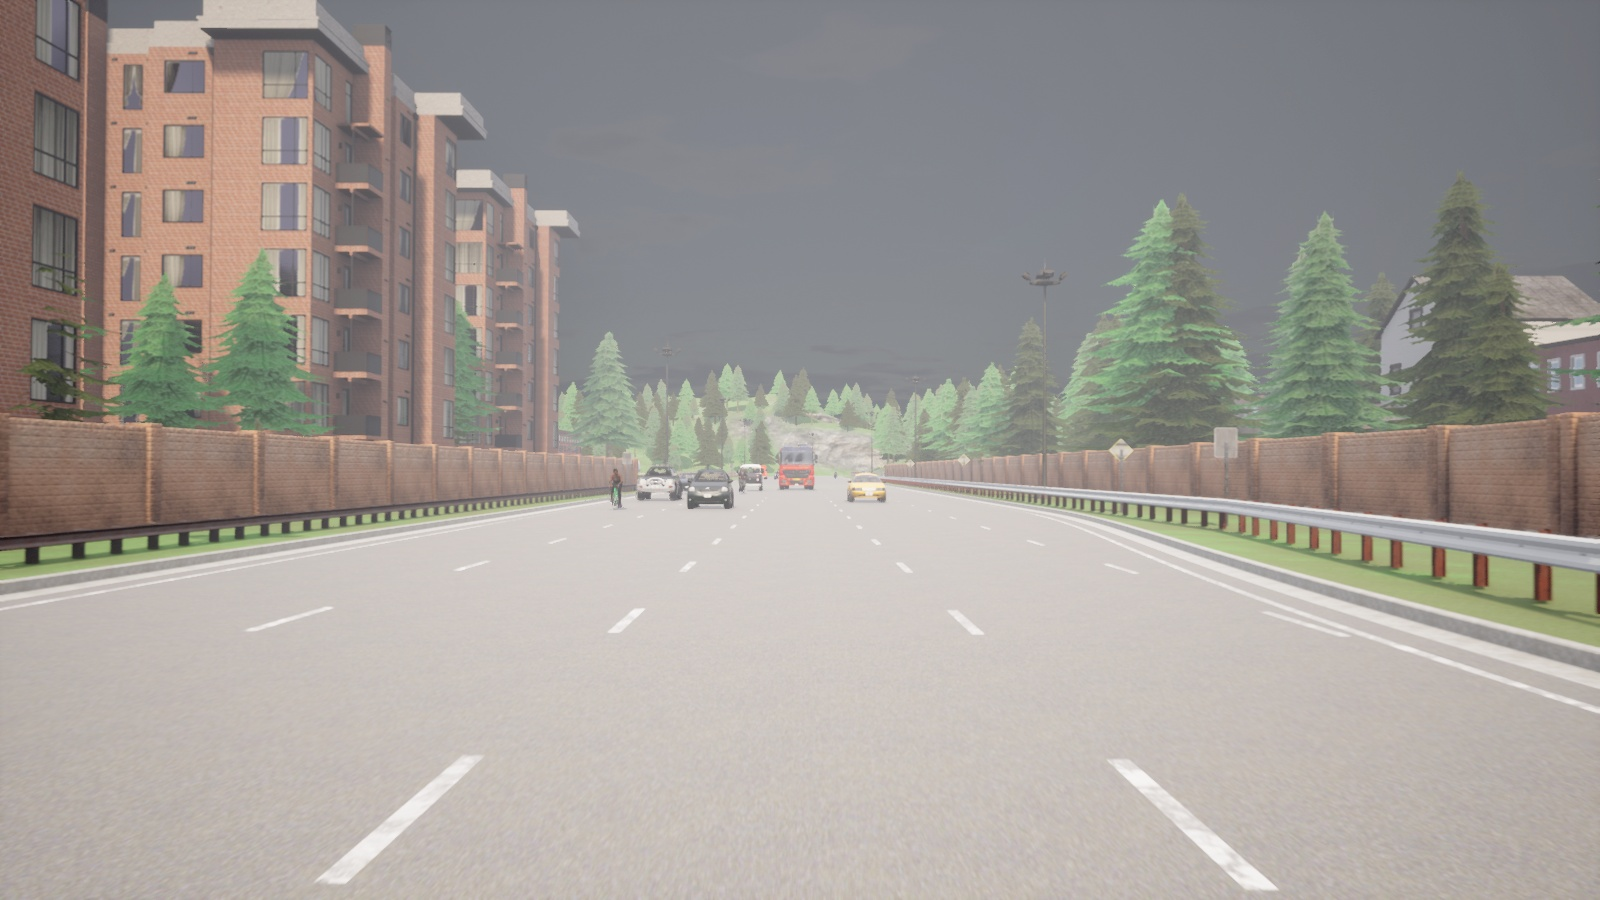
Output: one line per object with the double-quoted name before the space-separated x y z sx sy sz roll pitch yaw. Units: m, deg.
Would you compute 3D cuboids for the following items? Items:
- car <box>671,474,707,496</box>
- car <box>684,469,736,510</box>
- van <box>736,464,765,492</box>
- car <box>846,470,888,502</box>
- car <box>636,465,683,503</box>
"car" -7.198 2.261 81.911 1.994 1.385 4.181 0 -1 0
"car" -3.624 1.574 51.274 1.851 1.617 3.988 0 -1 0
"van" -3.733 2.134 95.761 2.069 2.038 4.480 0 -1 0
"car" 3.347 1.785 63.274 1.801 1.575 5.366 0 -1 0
"car" -7.156 1.722 64.319 1.932 1.855 4.605 0 -1 0
